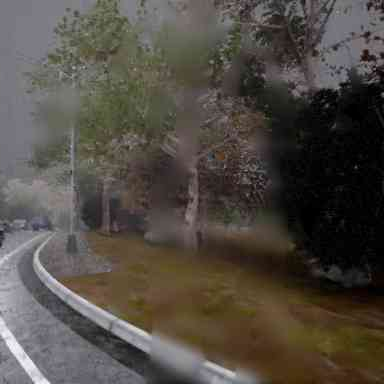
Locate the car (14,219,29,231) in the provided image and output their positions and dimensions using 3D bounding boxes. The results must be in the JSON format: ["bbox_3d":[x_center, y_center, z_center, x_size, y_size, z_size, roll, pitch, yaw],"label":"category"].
[{"bbox_3d":[-25.463,4.825,48.962,2.097,1.767,4.553,1,-6,-19],"label":"car"}]

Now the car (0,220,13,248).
[{"bbox_3d":[-9.459,1.910,14.339,2.033,1.411,5.357,1,-3,-20],"label":"car"}]

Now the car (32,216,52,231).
[{"bbox_3d":[-20.769,4.343,46.209,2.150,2.045,5.566,1,-6,-19],"label":"car"}]
